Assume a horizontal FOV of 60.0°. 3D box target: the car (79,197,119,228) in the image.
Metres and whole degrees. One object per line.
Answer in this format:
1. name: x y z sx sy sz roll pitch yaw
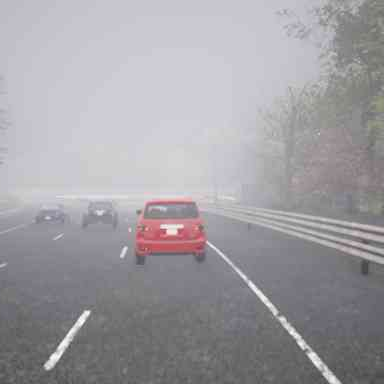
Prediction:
1. car: -6.050 1.341 22.333 2.097 1.767 4.553 0 0 -12

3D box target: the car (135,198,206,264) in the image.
1. car: -0.832 1.207 11.981 2.150 2.045 5.566 0 0 -6

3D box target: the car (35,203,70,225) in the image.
1. car: -10.025 1.526 24.136 1.812 1.442 4.674 0 0 -13

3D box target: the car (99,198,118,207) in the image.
1. car: -12.973 1.573 51.509 1.895 1.301 4.718 0 0 -28

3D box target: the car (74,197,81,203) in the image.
1. car: -21.879 1.584 66.059 1.895 1.301 4.718 0 0 -35

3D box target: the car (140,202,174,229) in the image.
1. car: -2.430 1.502 22.284 1.812 1.442 4.674 0 0 -12
